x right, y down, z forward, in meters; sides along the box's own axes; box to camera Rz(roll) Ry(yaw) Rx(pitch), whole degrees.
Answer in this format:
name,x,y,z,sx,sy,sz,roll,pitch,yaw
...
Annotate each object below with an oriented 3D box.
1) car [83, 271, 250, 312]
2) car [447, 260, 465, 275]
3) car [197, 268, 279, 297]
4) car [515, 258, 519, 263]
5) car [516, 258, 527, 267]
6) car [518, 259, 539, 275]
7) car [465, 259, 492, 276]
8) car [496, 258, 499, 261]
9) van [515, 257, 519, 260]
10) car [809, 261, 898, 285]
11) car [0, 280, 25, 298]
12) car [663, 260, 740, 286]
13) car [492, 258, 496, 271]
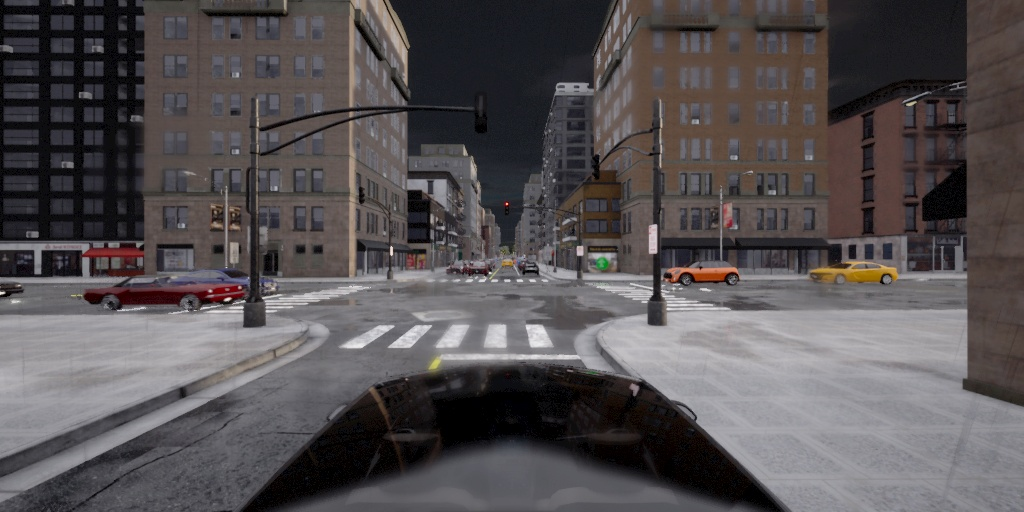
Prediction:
name,x,y,z,sx,sy,sz,roll,pitch,yaw
car,-13.308,1.388,13.968,4.718,1.301,1.895,0,0,0
car,-6.015,1.228,39.596,1.967,1.591,4.097,0,0,0
car,-13.812,1.321,17.215,4.674,1.442,1.812,0,0,-1
car,1.887,1.384,56.188,1.948,1.339,4.313,0,0,0
car,1.928,1.389,50.677,1.802,1.307,4.207,0,0,0
car,2.010,1.354,39.655,1.948,1.339,4.313,0,0,0
car,-3.464,1.263,37.790,1.882,1.535,5.008,0,0,0
car,-3.598,1.422,57.524,1.895,1.301,4.718,0,0,0
van,1.846,1.171,61.698,1.690,1.789,3.998,0,0,0
car,23.111,1.136,24.397,5.008,1.535,1.882,0,0,-1
car,-26.990,1.394,17.063,5.357,1.411,2.033,0,0,-1
car,12.692,1.054,24.263,4.553,1.767,2.097,0,0,-1
car,-3.533,1.306,47.384,1.837,1.490,4.892,0,0,0
